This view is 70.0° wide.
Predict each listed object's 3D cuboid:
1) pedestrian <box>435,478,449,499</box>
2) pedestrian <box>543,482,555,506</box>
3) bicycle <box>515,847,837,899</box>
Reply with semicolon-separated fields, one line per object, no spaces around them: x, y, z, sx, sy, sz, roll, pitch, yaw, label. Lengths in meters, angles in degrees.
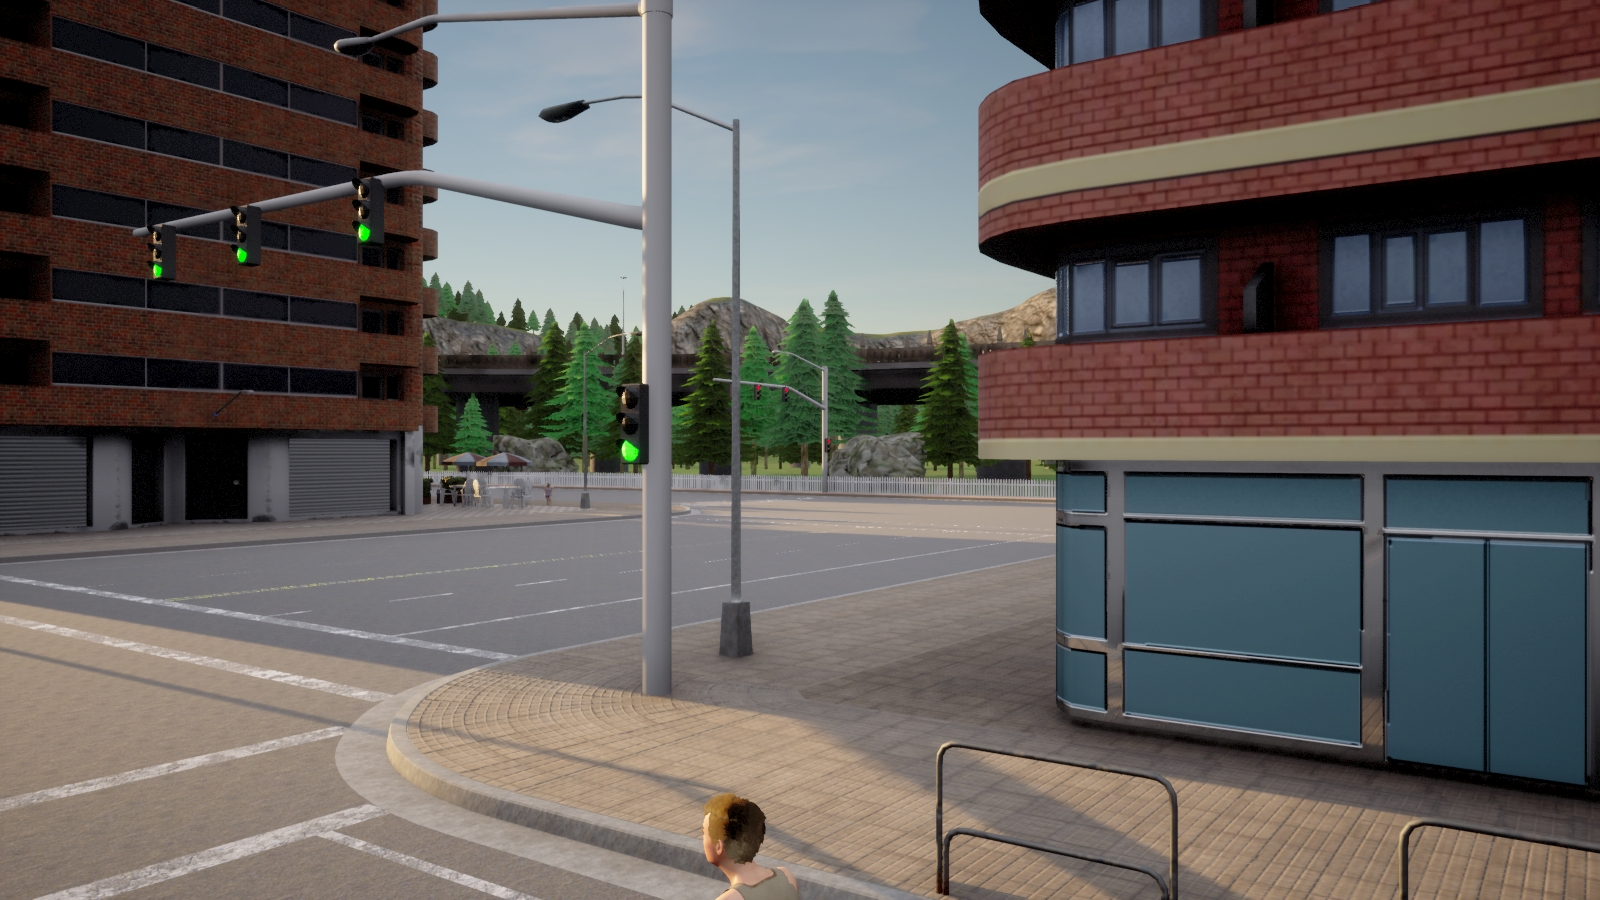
-18.806;2.019;60.097;0.500;1.100;0.500;0;0;25;pedestrian
-11.521;2.020;52.408;0.500;1.100;0.500;0;0;-18;pedestrian
-0.301;2.233;4.022;1.487;1.126;0.859;0;0;35;bicycle
